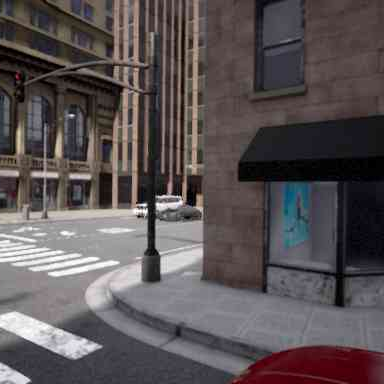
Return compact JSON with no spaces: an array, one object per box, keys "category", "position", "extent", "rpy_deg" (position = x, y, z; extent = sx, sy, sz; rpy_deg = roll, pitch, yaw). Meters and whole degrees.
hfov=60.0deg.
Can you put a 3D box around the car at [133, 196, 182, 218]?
[{"category":"car","position":[-2.942,1.376,30.847],"extent":[2.150,2.045,5.566],"rpy_deg":[1,0,35]}]

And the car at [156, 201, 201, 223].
[{"category":"car","position":[-1.002,1.753,27.959],"extent":[1.994,1.385,4.181],"rpy_deg":[1,0,35]}]

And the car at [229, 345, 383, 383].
[{"category":"car","position":[2.161,1.544,1.429],"extent":[4.507,1.381,1.887],"rpy_deg":[0,1,35]}]
